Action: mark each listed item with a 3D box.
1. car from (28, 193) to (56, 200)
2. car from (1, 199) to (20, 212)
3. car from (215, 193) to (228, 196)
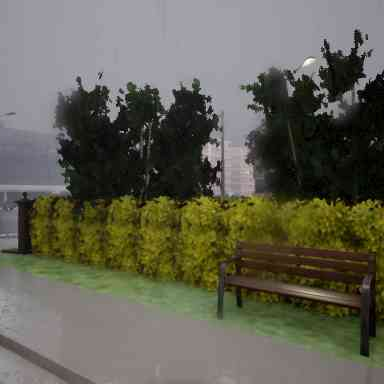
[{"bbox_3d":[-15.374,1.167,36.856,2.150,2.045,5.566,0,0,35],"label":"car"},{"bbox_3d":[-19.011,1.459,37.769,1.837,1.490,4.892,0,0,35],"label":"car"},{"bbox_3d":[5.296,0.726,66.175,1.882,1.535,5.008,0,1,36],"label":"car"}]
